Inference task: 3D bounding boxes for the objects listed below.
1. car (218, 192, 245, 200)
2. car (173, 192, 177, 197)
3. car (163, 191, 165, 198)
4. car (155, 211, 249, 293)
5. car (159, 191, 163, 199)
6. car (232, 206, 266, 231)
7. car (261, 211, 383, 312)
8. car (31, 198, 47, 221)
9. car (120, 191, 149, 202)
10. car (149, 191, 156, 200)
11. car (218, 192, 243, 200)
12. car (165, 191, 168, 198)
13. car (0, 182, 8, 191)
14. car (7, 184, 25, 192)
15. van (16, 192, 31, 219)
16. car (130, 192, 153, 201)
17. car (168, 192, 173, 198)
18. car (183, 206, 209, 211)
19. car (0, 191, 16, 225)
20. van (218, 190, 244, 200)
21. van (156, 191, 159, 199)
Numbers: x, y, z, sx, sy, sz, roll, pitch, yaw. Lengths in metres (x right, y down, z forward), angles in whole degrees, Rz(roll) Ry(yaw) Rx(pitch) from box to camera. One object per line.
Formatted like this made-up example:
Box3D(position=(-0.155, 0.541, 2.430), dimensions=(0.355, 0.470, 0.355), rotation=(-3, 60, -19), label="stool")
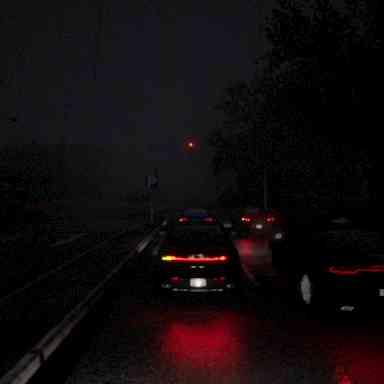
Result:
Box3D(position=(8.489, 0.911, 71.457), dimensions=(5.366, 1.575, 1.946), rotation=(0, 0, -13), label="car")
Box3D(position=(-7.641, 0.624, 89.904), dimensions=(5.566, 2.045, 2.435), rotation=(-1, 0, -12), label="car")
Box3D(position=(-9.327, 0.977, 77.923), dimensions=(4.674, 1.452, 2.002), rotation=(-1, 0, -13), label="car")
Box3D(position=(0.138, 1.472, 8.766), dimensions=(1.837, 1.490, 4.892), rotation=(0, 0, 0), label="car")
Box3D(position=(-9.712, 0.954, 74.929), dimensions=(4.892, 1.521, 2.231), rotation=(-1, 0, -13), label="car")
Box3D(position=(3.232, 1.460, 18.144), dimensions=(1.812, 1.442, 4.674), rotation=(0, 0, 1), label="car")
Box3D(position=(3.133, 1.447, 7.785), dimensions=(1.882, 1.535, 5.008), rotation=(0, 0, 0), label="car")
Box3D(position=(-13.530, 1.281, 25.184), dimensions=(4.553, 1.767, 2.185), rotation=(-1, 0, -19), label="car")
Box3D(position=(-11.193, 1.050, 62.980), dimensions=(4.792, 1.488, 2.163), rotation=(-1, 0, -15), label="car")
Box3D(position=(-10.536, 0.992, 65.969), dimensions=(5.366, 1.575, 1.946), rotation=(-1, 0, -14), label="car")
Box3D(position=(7.941, 0.803, 68.465), dimensions=(4.553, 1.767, 2.185), rotation=(0, 0, -13), label="car")
Box3D(position=(-8.943, 0.962, 80.923), dimensions=(4.674, 1.452, 2.002), rotation=(-1, 0, -13), label="car")
Box3D(position=(-30.945, -0.686, 53.981), dimensions=(2.435, 2.045, 5.566), rotation=(6, -2, -19), label="car")
Box3D(position=(-27.951, -0.124, 53.911), dimensions=(2.002, 1.452, 4.674), rotation=(6, -2, -19), label="car")
Box3D(position=(-13.518, 1.189, 22.205), dimensions=(4.442, 1.987, 1.878), rotation=(-1, 0, -19), label="van")
Box3D(position=(-10.430, 0.858, 68.920), dimensions=(4.553, 1.767, 2.185), rotation=(-1, 0, -14), label="car")
Box3D(position=(-8.104, 0.931, 86.901), dimensions=(4.674, 1.452, 2.002), rotation=(-1, 0, -12), label="car")
Box3D(position=(0.213, 1.462, 17.890), dimensions=(1.812, 1.442, 4.674), rotation=(0, 0, 1), label="car")
Box3D(position=(-13.646, 1.175, 19.169), dimensions=(5.566, 2.045, 2.435), rotation=(-1, 0, -19), label="car")
Box3D(position=(7.545, 0.719, 65.496), dimensions=(4.442, 1.987, 1.878), rotation=(0, 1, -14), label="van")
Box3D(position=(-9.952, 0.741, 71.958), dimensions=(4.442, 1.987, 1.878), rotation=(-1, 0, -14), label="van")
